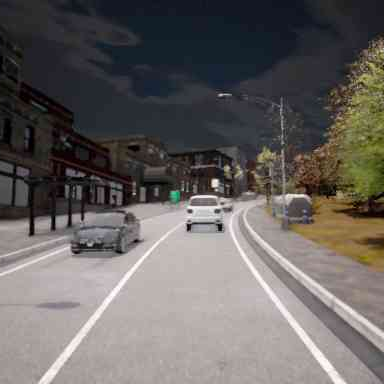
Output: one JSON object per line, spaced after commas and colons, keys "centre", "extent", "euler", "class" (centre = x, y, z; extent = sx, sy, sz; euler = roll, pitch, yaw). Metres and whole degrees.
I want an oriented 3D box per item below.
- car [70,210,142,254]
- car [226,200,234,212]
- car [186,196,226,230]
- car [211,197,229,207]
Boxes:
{"centre": [-3.332, 1.540, 13.661], "extent": [1.837, 1.490, 4.892], "euler": [0, 0, 3], "class": "car"}
{"centre": [3.878, 1.608, 39.374], "extent": [1.895, 1.301, 4.718], "euler": [-1, 0, 13], "class": "car"}
{"centre": [0.897, 1.243, 21.348], "extent": [2.150, 2.045, 5.566], "euler": [-1, 0, 5], "class": "car"}
{"centre": [4.679, 1.604, 55.383], "extent": [1.812, 1.442, 4.674], "euler": [-2, 0, 20], "class": "car"}
